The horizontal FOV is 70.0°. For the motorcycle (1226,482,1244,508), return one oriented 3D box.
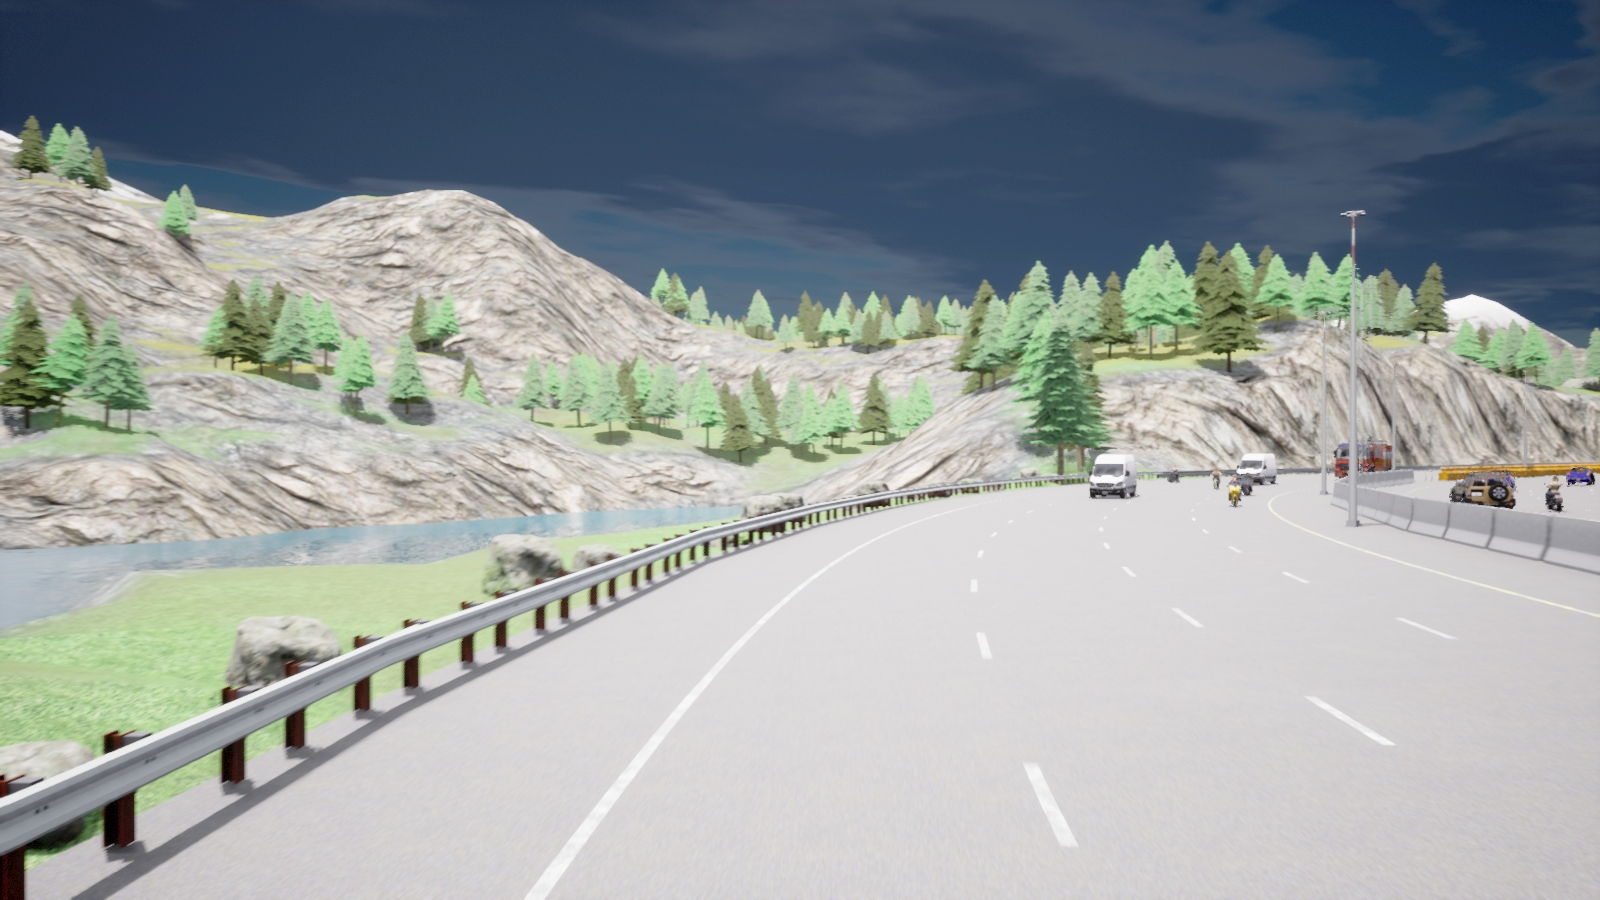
[{"bbox_3d":[21.521,2.213,56.560,0.803,1.217,2.033,0,0,22],"label":"motorcycle"}]

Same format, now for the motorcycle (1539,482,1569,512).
[{"bbox_3d":[35.479,2.206,53.792,0.764,1.325,2.356,1,0,23],"label":"motorcycle"}]

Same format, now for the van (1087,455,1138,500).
[{"bbox_3d":[18.520,1.565,67.496,1.988,2.561,5.915,0,0,25],"label":"van"}]

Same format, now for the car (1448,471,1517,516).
[{"bbox_3d":[30.994,1.917,51.999,1.932,1.855,4.605,0,0,21],"label":"car"}]

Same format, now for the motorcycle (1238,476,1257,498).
[{"bbox_3d":[27.509,2.252,70.193,0.867,1.251,2.209,0,0,27],"label":"motorcycle"}]
